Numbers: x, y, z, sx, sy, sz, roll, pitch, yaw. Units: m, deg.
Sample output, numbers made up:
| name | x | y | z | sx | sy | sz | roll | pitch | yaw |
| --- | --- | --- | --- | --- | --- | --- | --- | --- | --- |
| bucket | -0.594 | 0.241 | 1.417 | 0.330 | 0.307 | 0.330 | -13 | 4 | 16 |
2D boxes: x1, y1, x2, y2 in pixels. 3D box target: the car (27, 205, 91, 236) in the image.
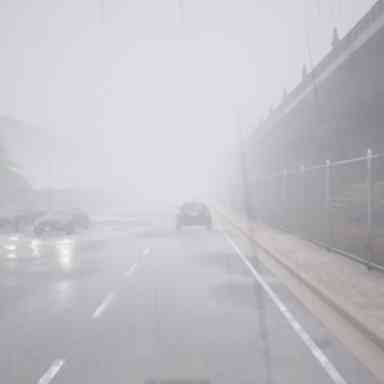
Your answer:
| name | x | y | z | sx | sy | sz | roll | pitch | yaw |
| --- | --- | --- | --- | --- | --- | --- | --- | --- | --- |
| car | -7.070 | 1.515 | 18.607 | 1.812 | 1.442 | 4.674 | 0 | 0 | 0 |

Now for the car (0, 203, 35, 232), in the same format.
| name | x | y | z | sx | sy | sz | roll | pitch | yaw |
| --- | --- | --- | --- | --- | --- | --- | --- | --- | --- |
| car | -10.579 | 1.465 | 20.446 | 1.882 | 1.535 | 5.008 | 0 | 0 | 0 |

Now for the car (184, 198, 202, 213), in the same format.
| name | x | y | z | sx | sy | sz | roll | pitch | yaw |
| --- | --- | --- | --- | --- | --- | --- | --- | --- | --- |
| car | 0.139 | 1.463 | 38.007 | 1.882 | 1.535 | 5.008 | 0 | 0 | 0 |

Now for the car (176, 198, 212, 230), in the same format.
| name | x | y | z | sx | sy | sz | roll | pitch | yaw |
| --- | --- | --- | --- | --- | --- | --- | --- | --- | --- |
| car | 0.122 | 1.344 | 21.208 | 2.097 | 1.767 | 4.553 | 0 | 0 | 0 |
